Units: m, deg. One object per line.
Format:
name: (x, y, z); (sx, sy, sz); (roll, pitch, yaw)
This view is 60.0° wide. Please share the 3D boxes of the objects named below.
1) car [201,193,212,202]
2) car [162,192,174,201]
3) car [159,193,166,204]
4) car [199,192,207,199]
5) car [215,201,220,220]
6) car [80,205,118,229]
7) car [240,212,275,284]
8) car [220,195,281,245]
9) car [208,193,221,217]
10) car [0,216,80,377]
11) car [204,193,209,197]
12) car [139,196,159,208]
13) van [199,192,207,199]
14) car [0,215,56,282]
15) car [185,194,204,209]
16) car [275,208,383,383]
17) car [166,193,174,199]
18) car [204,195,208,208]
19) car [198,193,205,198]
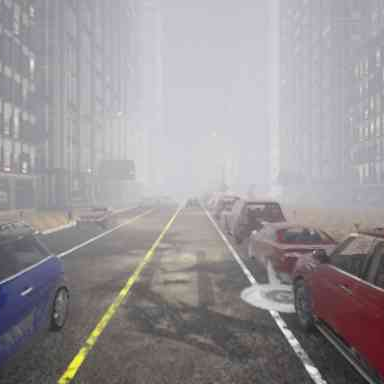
car: (2.716, 1.041, 64.614); (1.967, 1.590, 4.097); (0, 0, 0)
car: (-5.662, 0.882, 70.155); (2.192, 1.841, 5.009); (0, 0, 0)
car: (-5.668, 1.253, 53.539); (1.802, 1.307, 4.206); (0, 0, 0)
car: (2.723, 0.903, 86.771); (1.967, 1.590, 4.097); (0, 0, 0)
car: (2.701, 1.441, 20.302); (1.947, 1.339, 4.313); (0, 0, 0)
car: (-5.680, 1.458, 20.304); (1.802, 1.307, 4.206); (0, 0, 0)
car: (2.697, 1.488, 9.223); (1.887, 1.381, 4.507); (0, 0, 0)
car: (2.699, 1.224, 14.761); (2.192, 1.841, 5.009); (0, 0, 0)
car: (2.704, 1.156, 25.840); (2.192, 1.841, 5.009); (0, 0, 0)
car: (-3.096, 1.331, 3.695); (2.097, 1.767, 4.553); (0, 0, 0)
car: (2.708, 1.263, 42.628); (1.752, 1.417, 4.829); (0, 0, 0)
car: (-5.672, 1.321, 42.461); (1.802, 1.307, 4.206); (0, 0, 0)
van: (2.722, 0.839, 81.231); (1.690, 1.788, 3.998); (0, 0, 0)
car: (-5.684, 1.494, 9.225); (2.008, 1.369, 4.403); (0, 0, 0)
car: (0.113, 1.292, 41.513); (2.033, 1.411, 5.357); (0, 0, 0)
car: (2.696, 1.292, 3.682); (2.192, 1.841, 5.009); (0, 0, 0)
car: (-5.657, 1.008, 86.774); (1.887, 1.381, 4.507); (0, 0, 0)
car: (2.706, 1.324, 36.919); (2.008, 1.369, 4.403); (0, 0, 0)
car: (2.725, 0.952, 92.480); (1.752, 1.417, 4.829); (0, 0, 0)
